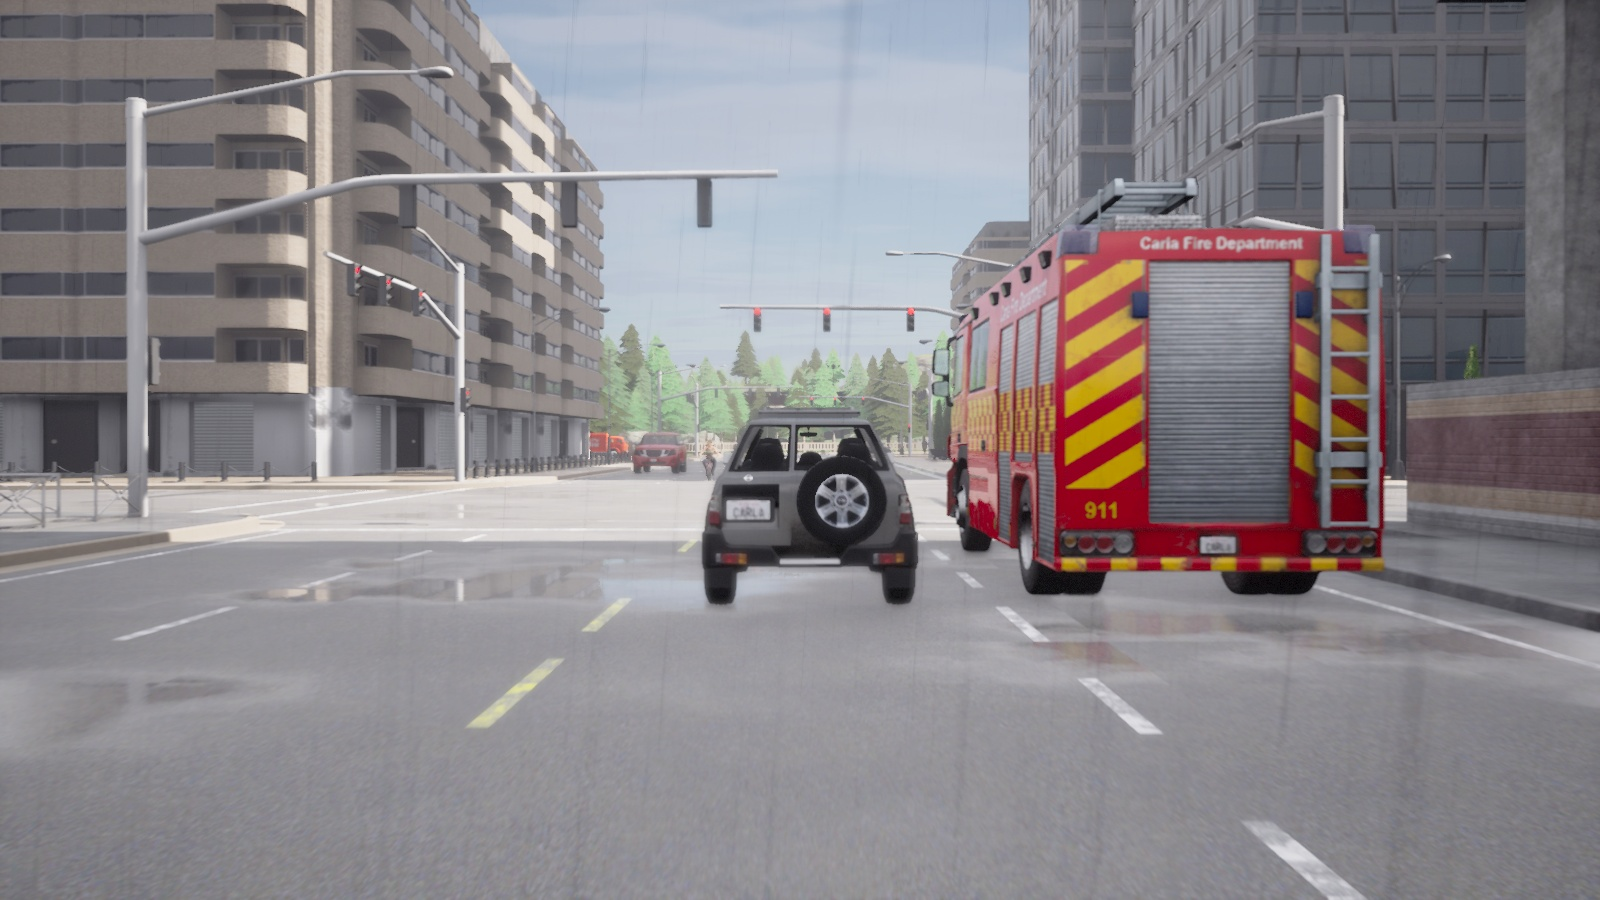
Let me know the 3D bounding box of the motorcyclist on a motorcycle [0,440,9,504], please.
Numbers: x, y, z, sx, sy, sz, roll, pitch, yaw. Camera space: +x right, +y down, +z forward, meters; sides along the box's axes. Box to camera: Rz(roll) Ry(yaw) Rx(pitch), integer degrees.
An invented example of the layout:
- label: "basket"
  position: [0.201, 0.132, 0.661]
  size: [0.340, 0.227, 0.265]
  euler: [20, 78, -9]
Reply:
- label: "motorcyclist on a motorcycle"
  position: [-21.626, 0.554, 32.070]
  size: [2.350, 1.649, 0.766]
  euler: [0, 0, 1]

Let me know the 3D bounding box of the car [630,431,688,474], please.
- label: "car"
  position: [-6.903, 0.110, 62.108]
  size: [2.150, 2.045, 5.566]
  euler: [0, 0, 1]

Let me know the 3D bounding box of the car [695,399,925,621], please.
- label: "car"
  position: [0.089, 0.491, 12.831]
  size: [1.932, 1.855, 4.605]
  euler: [0, 0, 0]

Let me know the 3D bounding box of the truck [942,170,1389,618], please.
- label: "truck"
  position: [3.601, -0.500, 14.971]
  size: [2.891, 3.827, 8.468]
  euler: [0, 0, 0]
